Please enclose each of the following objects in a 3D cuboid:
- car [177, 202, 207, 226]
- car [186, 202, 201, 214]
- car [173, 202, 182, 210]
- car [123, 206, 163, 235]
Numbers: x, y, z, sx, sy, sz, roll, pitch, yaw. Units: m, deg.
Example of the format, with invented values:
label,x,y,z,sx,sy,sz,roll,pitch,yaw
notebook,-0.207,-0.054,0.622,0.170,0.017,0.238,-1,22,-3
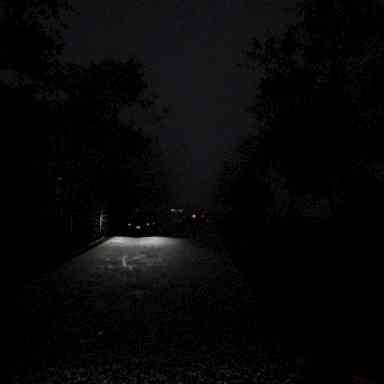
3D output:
label,x,y,z,sx,sy,sz,roll,pitch,yaw
car,0.146,1.756,25.492,2.033,1.411,5.357,0,-1,0
car,0.255,2.071,43.028,1.812,1.442,4.674,0,-1,1
car,-2.497,2.617,61.676,2.033,1.411,5.357,0,-2,1
car,-2.818,1.641,19.920,1.837,1.490,4.892,0,-1,0
